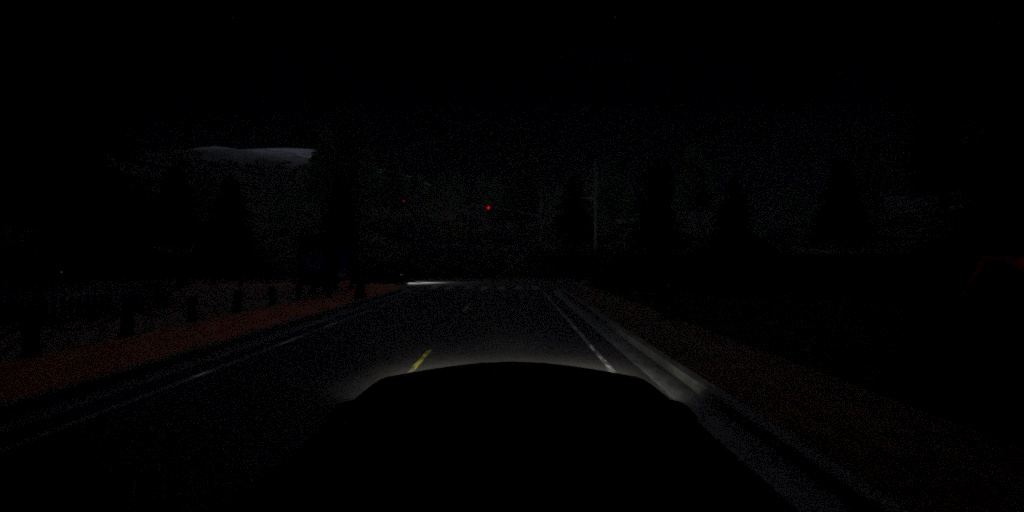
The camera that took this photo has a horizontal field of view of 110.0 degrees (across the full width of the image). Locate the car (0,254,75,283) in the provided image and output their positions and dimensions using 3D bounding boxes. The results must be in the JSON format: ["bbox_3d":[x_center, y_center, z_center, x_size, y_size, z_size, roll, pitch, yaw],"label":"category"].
[{"bbox_3d":[-36.876,0.852,27.196,5.566,2.045,2.150,0,0,0],"label":"car"}]

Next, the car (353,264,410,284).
[{"bbox_3d":[-10.062,1.349,27.011,4.674,1.442,1.812,1,0,0],"label":"car"}]
